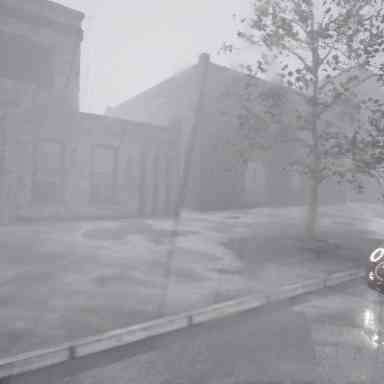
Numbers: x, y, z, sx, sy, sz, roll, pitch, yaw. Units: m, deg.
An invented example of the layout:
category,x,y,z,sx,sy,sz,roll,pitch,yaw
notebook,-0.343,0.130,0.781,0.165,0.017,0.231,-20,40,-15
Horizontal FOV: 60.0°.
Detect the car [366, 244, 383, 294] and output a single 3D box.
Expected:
category,x,y,z,sx,sy,sz,roll,pitch,yaw
car,6.002,1.358,7.654,4.553,1.767,2.097,0,0,-35
